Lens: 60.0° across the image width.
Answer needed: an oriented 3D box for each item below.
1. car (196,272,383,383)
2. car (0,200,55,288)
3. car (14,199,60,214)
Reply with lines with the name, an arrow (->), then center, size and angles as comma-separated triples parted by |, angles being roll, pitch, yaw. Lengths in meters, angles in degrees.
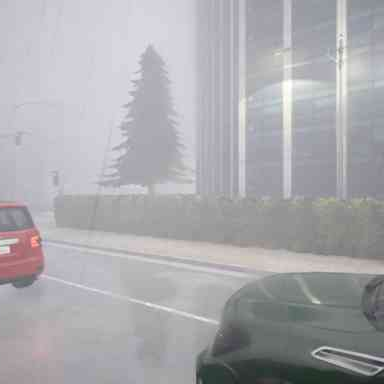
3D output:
car -> 2.688, 1.222, 2.073 | 5.566, 2.045, 2.150 | 0, 0, 36
car -> -5.778, 1.220, 8.059 | 5.566, 2.045, 2.150 | 0, 0, 38
car -> -17.192, 1.558, 37.063 | 1.994, 1.385, 4.181 | 0, 0, 36
